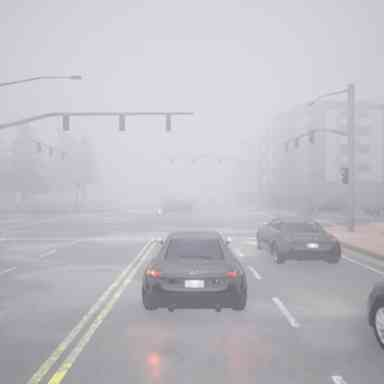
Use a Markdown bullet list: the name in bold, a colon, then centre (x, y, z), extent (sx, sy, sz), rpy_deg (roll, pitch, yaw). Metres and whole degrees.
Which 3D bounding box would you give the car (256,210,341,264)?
- **car**: centre (3.578, 1.558, 11.862), extent (1.994, 1.385, 4.181), rpy_deg (0, 0, 0)

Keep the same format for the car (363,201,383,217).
- **car**: centre (18.550, 1.490, 30.957), extent (4.892, 1.490, 1.837), rpy_deg (0, 0, -2)

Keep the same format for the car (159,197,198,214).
- **car**: centre (-1.430, 1.547, 34.897), extent (1.994, 1.385, 4.181), rpy_deg (0, 0, 28)

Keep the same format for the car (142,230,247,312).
- **car**: centre (0.057, 1.560, 7.778), extent (1.994, 1.385, 4.181), rpy_deg (0, 0, 0)

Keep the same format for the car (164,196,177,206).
- **car**: centre (-3.593, 1.478, 56.987), extent (1.837, 1.490, 4.892), rpy_deg (0, 0, 0)

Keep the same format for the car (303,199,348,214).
- **car**: centre (14.054, 1.475, 34.343), extent (4.902, 1.511, 2.128), rpy_deg (0, 0, -1)

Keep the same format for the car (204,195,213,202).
- **car**: centre (3.477, 1.330, 71.301), extent (2.128, 1.511, 4.902), rpy_deg (0, 0, 0)

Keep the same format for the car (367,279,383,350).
- **car**: centre (3.600, 1.503, 3.158), extent (1.837, 1.490, 4.892), rpy_deg (0, 0, 0)
